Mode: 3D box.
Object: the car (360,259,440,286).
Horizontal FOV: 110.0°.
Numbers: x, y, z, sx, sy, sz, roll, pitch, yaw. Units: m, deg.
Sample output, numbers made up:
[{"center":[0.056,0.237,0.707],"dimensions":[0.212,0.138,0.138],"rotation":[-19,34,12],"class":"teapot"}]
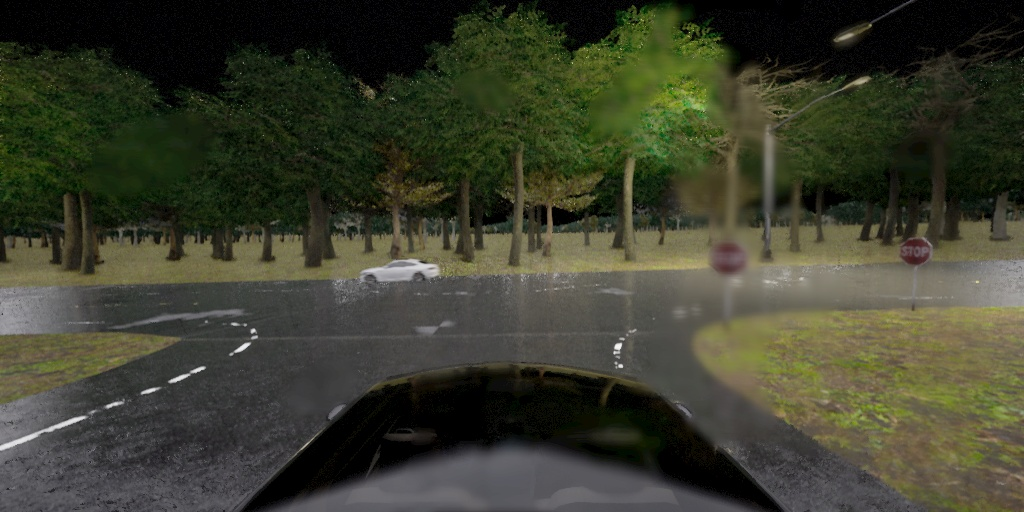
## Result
[{"center":[-6.775,0.924,21.853],"dimensions":[4.674,1.442,1.812],"rotation":[-2,3,0],"class":"car"}]
